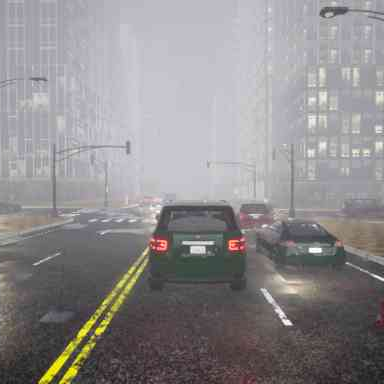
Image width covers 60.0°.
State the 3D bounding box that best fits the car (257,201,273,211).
[{"bbox_3d":[3.390,1.342,19.711,2.097,1.767,4.553,0,0,0],"label":"car"}]

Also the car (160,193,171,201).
[{"bbox_3d":[-6.337,1.153,79.757,2.150,2.045,5.566,0,0,0],"label":"car"}]

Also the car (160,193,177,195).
[{"bbox_3d":[-3.257,1.185,51.726,2.150,2.045,5.566,0,0,-1],"label":"car"}]

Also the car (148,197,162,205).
[{"bbox_3d":[-6.452,1.556,58.933,1.895,1.301,4.718,0,0,0],"label":"car"}]

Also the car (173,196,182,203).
[{"bbox_3d":[-3.105,1.535,71.590,1.895,1.301,4.718,0,0,0],"label":"car"}]

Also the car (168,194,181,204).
[{"bbox_3d":[-3.188,1.304,61.537,2.097,1.767,4.553,0,0,0],"label":"car"}]

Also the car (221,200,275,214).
[{"bbox_3d":[5.942,1.580,35.529,5.357,1.411,2.033,0,1,-13],"label":"car"}]

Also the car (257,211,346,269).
[{"bbox_3d":[3.373,1.559,11.097,1.994,1.385,4.181,0,0,0],"label":"car"}]

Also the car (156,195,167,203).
[{"bbox_3d":[-6.359,1.420,69.187,1.882,1.535,5.008,0,0,0],"label":"car"}]

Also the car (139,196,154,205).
[{"bbox_3d":[-6.521,1.318,49.943,2.097,1.767,4.553,0,0,1],"label":"car"}]

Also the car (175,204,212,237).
[{"bbox_3d":[0.135,1.516,18.852,1.812,1.442,4.674,0,0,2],"label":"car"}]

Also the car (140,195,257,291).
[{"bbox_3d":[0.120,1.218,9.170,2.150,2.045,5.566,0,0,0],"label":"car"}]

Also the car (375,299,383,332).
[{"bbox_3d":[3.355,1.600,2.272,1.895,1.301,4.718,0,0,0],"label":"car"}]

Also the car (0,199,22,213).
[{"bbox_3d":[-19.572,1.405,33.638,4.181,1.385,1.994,1,1,1],"label":"car"}]

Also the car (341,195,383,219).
[{"bbox_3d":[16.263,1.519,30.386,5.009,1.841,2.192,1,0,1],"label":"car"}]

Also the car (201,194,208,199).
[{"bbox_3d":[3.438,1.219,91.619,1.882,1.535,5.008,0,0,0],"label":"car"}]
